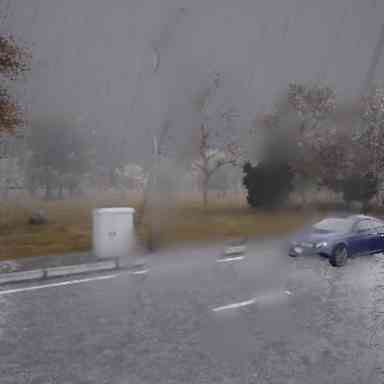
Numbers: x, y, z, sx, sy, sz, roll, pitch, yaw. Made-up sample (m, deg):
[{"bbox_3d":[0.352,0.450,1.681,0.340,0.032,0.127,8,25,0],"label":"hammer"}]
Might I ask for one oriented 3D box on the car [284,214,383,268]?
[{"bbox_3d":[5.248,1.517,11.373,4.674,1.442,1.812,0,0,-31],"label":"car"}]
